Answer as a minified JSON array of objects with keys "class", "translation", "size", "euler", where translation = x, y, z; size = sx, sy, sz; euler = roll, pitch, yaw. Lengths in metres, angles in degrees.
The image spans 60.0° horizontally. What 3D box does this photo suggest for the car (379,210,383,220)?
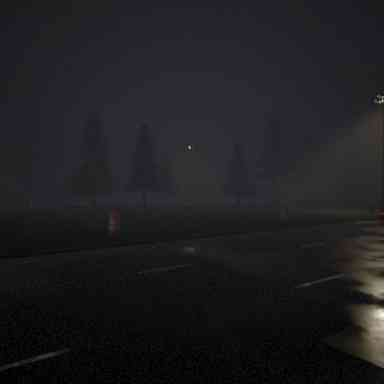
[{"class":"car","translation":[15.371,1.511,23.586],"size":[5.357,1.411,2.033],"euler":[0,0,-35]}]
